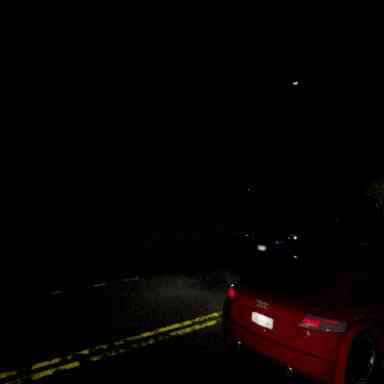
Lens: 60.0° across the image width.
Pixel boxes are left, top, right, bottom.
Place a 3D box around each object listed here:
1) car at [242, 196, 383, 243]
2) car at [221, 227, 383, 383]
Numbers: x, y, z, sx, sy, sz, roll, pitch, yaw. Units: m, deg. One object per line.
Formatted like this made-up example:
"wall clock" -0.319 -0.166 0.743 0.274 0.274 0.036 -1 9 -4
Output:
"car" 4.130 1.163 10.721 5.566 2.045 2.150 0 0 -36
"car" 2.485 1.532 5.269 4.181 1.385 1.994 -1 0 -36
